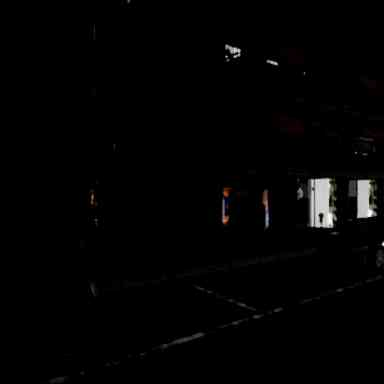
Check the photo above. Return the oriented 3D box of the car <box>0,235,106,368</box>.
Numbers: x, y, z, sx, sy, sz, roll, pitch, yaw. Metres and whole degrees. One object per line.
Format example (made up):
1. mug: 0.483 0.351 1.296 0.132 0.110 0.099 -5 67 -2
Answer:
1. car: -3.320 1.442 4.190 4.097 1.590 1.967 0 0 -36

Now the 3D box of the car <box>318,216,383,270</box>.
1. car: 5.867 1.494 10.763 4.403 1.369 2.008 0 0 -36
